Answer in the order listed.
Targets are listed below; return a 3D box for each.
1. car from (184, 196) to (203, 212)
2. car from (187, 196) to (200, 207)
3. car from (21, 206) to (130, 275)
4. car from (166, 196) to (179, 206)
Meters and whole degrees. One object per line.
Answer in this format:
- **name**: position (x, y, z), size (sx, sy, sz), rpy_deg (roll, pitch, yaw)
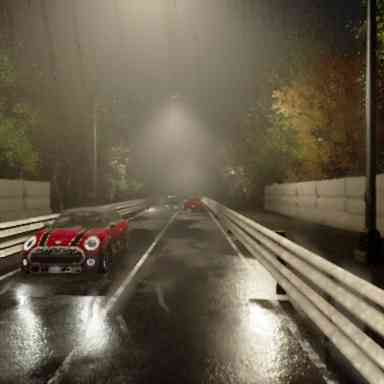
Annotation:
- **car**: position (0.149, 1.296, 36.535), size (1.882, 1.535, 5.008), rpy_deg (0, 0, 0)
- **car**: position (0.209, 1.374, 48.046), size (1.812, 1.442, 4.674), rpy_deg (0, 0, 1)
- **car**: position (-3.311, 1.281, 10.306), size (2.097, 1.767, 4.553), rpy_deg (0, 0, 0)
- **car**: position (-3.089, 1.427, 53.578), size (2.033, 1.411, 5.357), rpy_deg (0, 0, 1)
